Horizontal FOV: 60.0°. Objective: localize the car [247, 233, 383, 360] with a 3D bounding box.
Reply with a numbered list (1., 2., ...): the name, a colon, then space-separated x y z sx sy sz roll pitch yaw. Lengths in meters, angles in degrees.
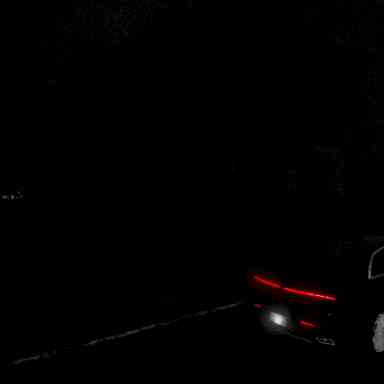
1. car: 3.154 1.506 5.998 4.892 1.490 1.837 0 0 -36
